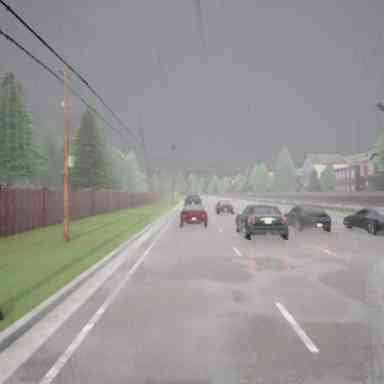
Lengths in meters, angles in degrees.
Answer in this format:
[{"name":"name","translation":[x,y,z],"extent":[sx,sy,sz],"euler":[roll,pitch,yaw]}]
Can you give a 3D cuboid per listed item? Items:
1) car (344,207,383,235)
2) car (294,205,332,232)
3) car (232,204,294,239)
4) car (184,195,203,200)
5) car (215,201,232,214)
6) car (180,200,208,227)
[{"name":"car","translation":[10.605,1.621,19.330],"extent":[1.812,1.442,4.674],"euler":[0,0,0]},{"name":"car","translation":[7.120,1.608,20.981],"extent":[1.837,1.490,4.892],"euler":[0,0,0]},{"name":"car","translation":[3.616,1.440,17.892],"extent":[2.097,1.767,4.553],"euler":[0,0,0]},{"name":"car","translation":[0.139,1.427,41.545],"extent":[2.150,2.045,5.566],"euler":[0,0,0]},{"name":"car","translation":[3.622,1.713,37.892],"extent":[1.812,1.442,4.674],"euler":[0,0,0]},{"name":"car","translation":[0.122,1.597,24.032],"extent":[1.882,1.535,5.008],"euler":[0,0,0]}]
